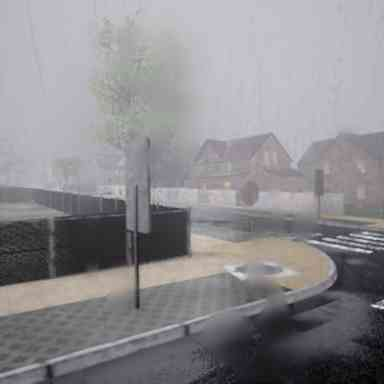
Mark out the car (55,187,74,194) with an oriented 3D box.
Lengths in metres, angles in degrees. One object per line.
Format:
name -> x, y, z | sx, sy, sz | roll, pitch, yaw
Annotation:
car -> -18.207, -0.005, 47.260 | 1.812, 1.442, 4.674 | -1, 2, -35

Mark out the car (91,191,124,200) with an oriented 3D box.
car -> -8.490, 0.578, 33.166 | 1.895, 1.301, 4.718 | -1, 2, -35
